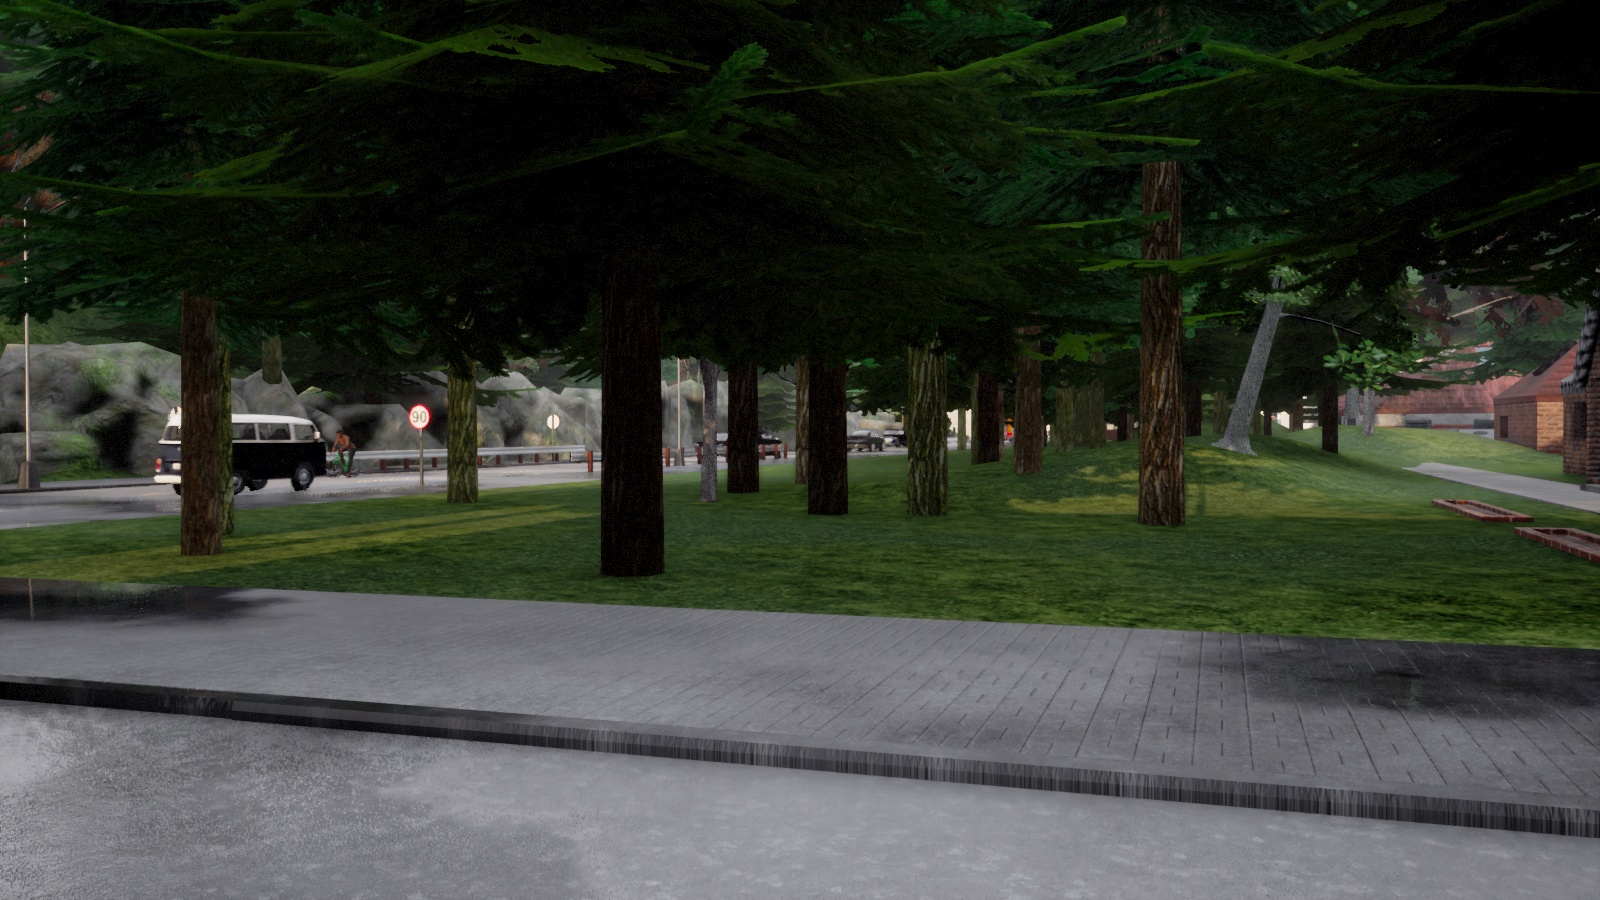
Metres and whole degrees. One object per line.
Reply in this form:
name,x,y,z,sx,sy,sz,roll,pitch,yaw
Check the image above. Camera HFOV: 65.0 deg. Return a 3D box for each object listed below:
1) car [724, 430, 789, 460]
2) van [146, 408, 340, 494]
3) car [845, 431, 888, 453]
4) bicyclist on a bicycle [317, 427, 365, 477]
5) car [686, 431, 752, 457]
car,-2.289,-0.294,68.038,1.882,1.535,5.008,1,1,18
van,-14.140,-0.019,32.204,2.069,2.038,4.480,1,1,18
car,4.735,-0.576,89.031,1.837,1.490,4.892,1,1,18
bicyclist on a bicycle,-15.223,0.055,41.696,0.582,1.620,1.656,1,1,18
car,-4.693,-0.368,73.459,2.163,1.488,4.792,1,1,18
